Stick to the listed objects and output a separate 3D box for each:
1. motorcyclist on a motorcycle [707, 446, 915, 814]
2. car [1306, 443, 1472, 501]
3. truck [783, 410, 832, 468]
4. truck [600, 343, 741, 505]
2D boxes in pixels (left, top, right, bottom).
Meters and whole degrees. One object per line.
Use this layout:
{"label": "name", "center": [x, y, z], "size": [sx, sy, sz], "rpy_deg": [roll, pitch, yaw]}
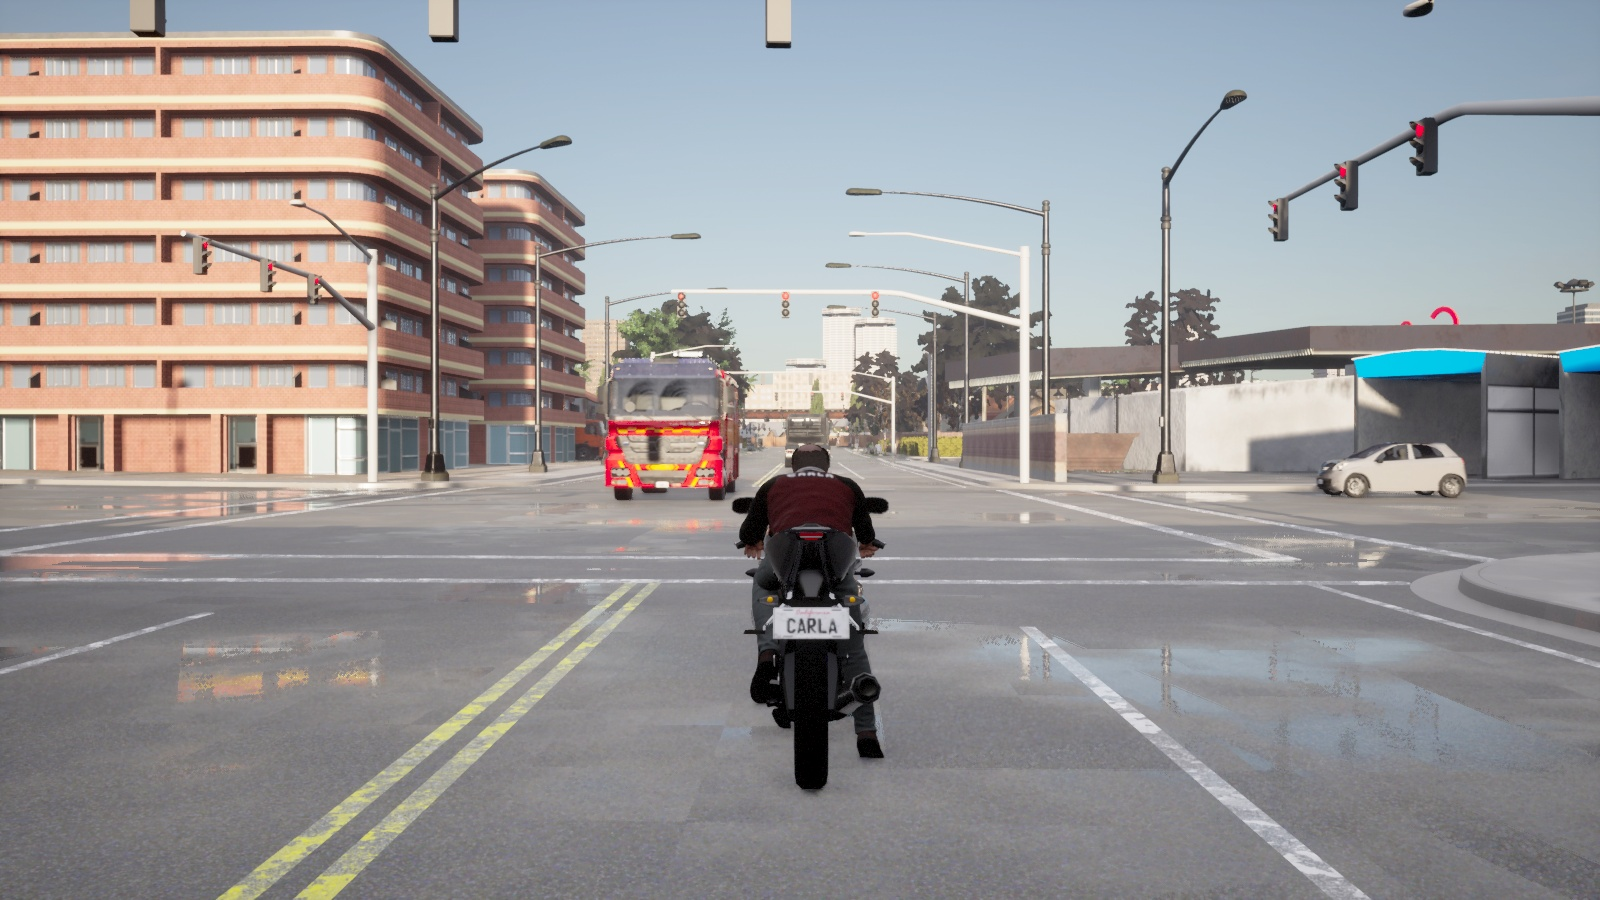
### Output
{"label": "motorcyclist on a motorcycle", "center": [0.052, 0.746, 6.329], "size": [0.866, 1.530, 2.191], "rpy_deg": [0, 0, 0]}
{"label": "car", "center": [15.907, 0.579, 34.037], "size": [3.633, 1.501, 1.845], "rpy_deg": [0, 0, 1]}
{"label": "truck", "center": [0.466, -0.678, 78.471], "size": [2.891, 3.462, 7.936], "rpy_deg": [0, 0, 0]}
{"label": "truck", "center": [-3.287, -0.644, 34.098], "size": [2.891, 3.827, 8.468], "rpy_deg": [0, 0, 0]}
